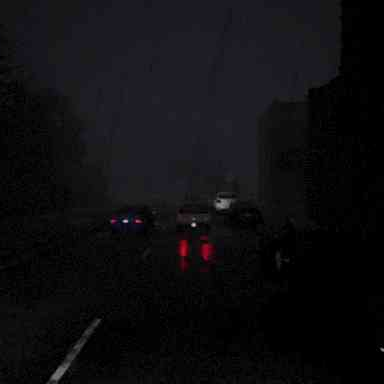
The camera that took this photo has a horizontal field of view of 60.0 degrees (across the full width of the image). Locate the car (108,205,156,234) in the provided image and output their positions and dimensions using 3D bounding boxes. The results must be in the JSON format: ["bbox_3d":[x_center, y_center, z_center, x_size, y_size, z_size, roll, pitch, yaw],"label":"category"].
[{"bbox_3d":[-3.155,1.424,18.313,2.033,1.411,5.357,0,0,0],"label":"car"}]

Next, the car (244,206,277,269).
[{"bbox_3d":[3.221,1.412,10.306,2.231,1.521,4.892,0,0,0],"label":"car"}]

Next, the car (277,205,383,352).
[{"bbox_3d":[3.223,1.196,4.814,2.435,2.045,5.566,0,0,0],"label":"car"}]

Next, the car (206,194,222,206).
[{"bbox_3d":[3.223,1.151,49.296,1.946,1.575,5.366,0,0,0],"label":"car"}]

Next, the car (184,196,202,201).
[{"bbox_3d":[0.091,1.242,37.271,2.128,1.511,4.902,0,0,0],"label":"car"}]

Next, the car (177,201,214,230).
[{"bbox_3d":[0.094,1.465,20.195,1.895,1.301,4.718,0,0,0],"label":"car"}]

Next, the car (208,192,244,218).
[{"bbox_3d":[3.214,1.012,32.438,2.435,2.045,5.566,0,0,0],"label":"car"}]
